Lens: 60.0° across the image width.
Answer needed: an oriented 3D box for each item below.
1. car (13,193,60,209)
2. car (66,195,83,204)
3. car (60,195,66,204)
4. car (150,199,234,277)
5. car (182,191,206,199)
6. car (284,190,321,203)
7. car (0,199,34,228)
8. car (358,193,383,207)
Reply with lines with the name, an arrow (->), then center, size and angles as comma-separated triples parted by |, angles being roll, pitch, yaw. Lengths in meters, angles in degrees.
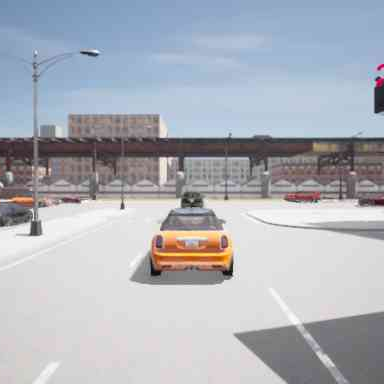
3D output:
car -> -18.153, 0.962, 38.183 | 4.553, 1.767, 2.097 | 0, 1, 0
car -> -18.680, 1.102, 48.890 | 4.718, 1.301, 1.895 | 0, 1, 0
car -> -18.754, 1.099, 41.695 | 4.674, 1.442, 1.812 | 0, 1, 0
car -> -0.008, 1.249, 10.092 | 2.097, 1.767, 4.553 | 0, 1, 0
car -> 0.173, 0.891, 33.138 | 2.150, 2.045, 5.566 | 0, 1, 4
car -> 17.454, 0.702, 52.536 | 5.566, 2.045, 2.150 | 0, 0, -3
car -> -11.610, 1.353, 20.374 | 1.994, 1.385, 4.181 | 0, 1, 0
car -> 23.355, 0.945, 41.519 | 4.553, 1.767, 2.097 | 0, 1, 0
